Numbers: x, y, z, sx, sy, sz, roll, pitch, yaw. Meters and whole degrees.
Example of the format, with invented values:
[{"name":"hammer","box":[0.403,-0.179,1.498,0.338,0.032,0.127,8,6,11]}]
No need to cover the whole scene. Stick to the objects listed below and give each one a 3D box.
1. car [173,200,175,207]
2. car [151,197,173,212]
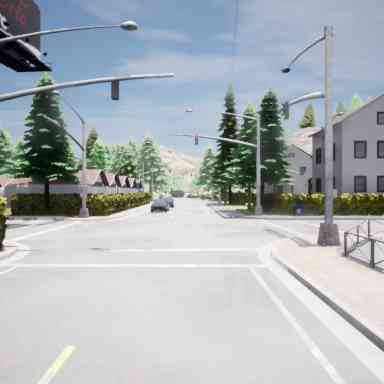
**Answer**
[{"name":"car","box":[-3.609,1.477,48.761,1.882,1.535,5.008,0,0,0]},{"name":"car","box":[-3.621,1.547,38.478,2.033,1.411,5.357,0,0,0]}]
